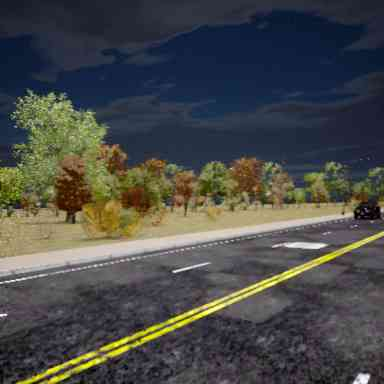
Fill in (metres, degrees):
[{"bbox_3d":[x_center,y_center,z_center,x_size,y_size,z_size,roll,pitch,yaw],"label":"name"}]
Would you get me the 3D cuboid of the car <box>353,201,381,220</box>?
[{"bbox_3d":[21.203,2.182,40.120,2.150,2.045,5.566,-3,-3,39],"label":"car"}]
